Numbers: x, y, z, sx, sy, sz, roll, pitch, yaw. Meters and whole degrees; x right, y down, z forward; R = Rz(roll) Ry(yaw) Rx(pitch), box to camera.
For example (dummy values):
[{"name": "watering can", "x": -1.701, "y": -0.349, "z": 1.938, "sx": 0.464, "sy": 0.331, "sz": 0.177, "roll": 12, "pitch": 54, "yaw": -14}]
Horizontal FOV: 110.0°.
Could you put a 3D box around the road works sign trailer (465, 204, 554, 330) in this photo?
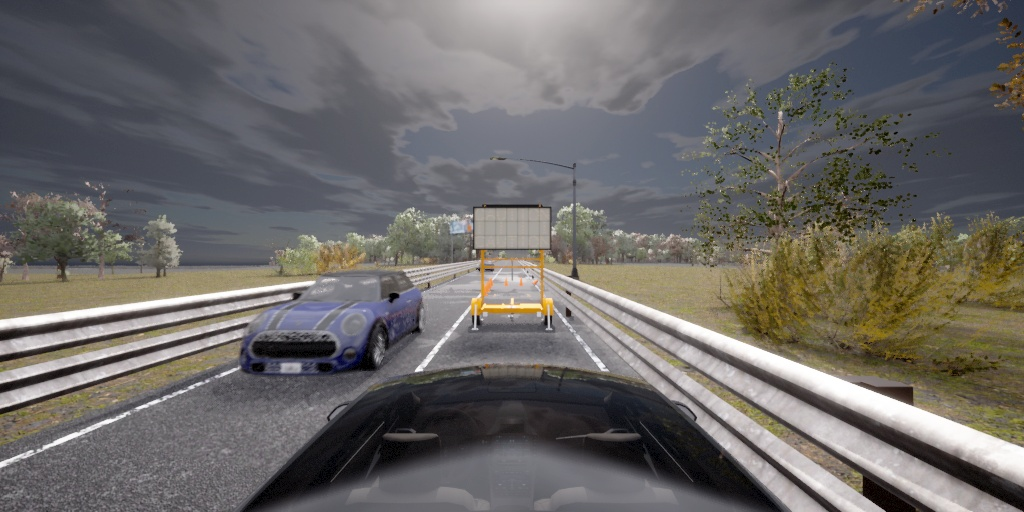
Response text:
[{"name": "road works sign trailer", "x": 0.009, "y": 0.218, "z": 11.101, "sx": 2.380, "sy": 3.560, "sz": 2.880, "roll": 0, "pitch": 0, "yaw": 0}]

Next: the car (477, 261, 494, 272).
[{"name": "car", "x": -3.253, "y": 1.314, "z": 45.454, "sx": 2.033, "sy": 1.411, "sz": 5.357, "roll": 0, "pitch": 0, "yaw": 0}]

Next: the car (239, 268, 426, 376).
[{"name": "car", "x": -3.351, "y": 1.104, "z": 7.680, "sx": 2.097, "sy": 1.767, "sz": 4.553, "roll": 0, "pitch": 0, "yaw": 0}]
